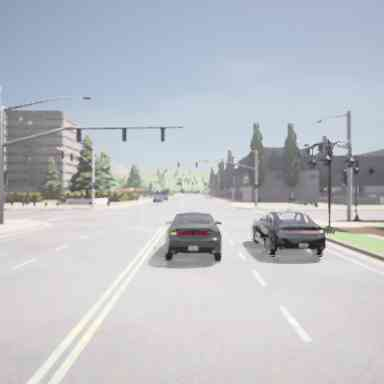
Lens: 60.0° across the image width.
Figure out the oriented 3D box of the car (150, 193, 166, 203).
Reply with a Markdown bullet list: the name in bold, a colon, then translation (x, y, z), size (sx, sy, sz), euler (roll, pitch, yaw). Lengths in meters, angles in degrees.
- **car**: translation (-7.007, 1.466, 68.718), size (1.882, 1.535, 5.008), euler (0, 0, 0)

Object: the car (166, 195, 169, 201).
- **car**: translation (-7.008, 1.459, 84.375), size (1.882, 1.535, 5.008), euler (0, 0, 0)

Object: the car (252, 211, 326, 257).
- **car**: translation (3.565, 1.489, 12.978), size (2.128, 1.511, 4.902), euler (0, 0, 0)

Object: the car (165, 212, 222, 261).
- **car**: translation (0.061, 1.497, 12.339), size (1.837, 1.490, 4.892), euler (0, -2, 0)
